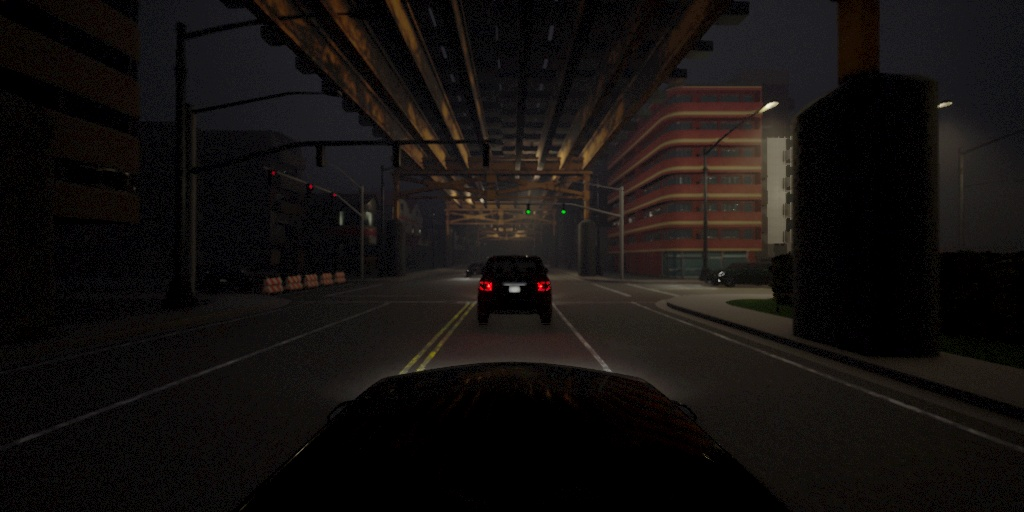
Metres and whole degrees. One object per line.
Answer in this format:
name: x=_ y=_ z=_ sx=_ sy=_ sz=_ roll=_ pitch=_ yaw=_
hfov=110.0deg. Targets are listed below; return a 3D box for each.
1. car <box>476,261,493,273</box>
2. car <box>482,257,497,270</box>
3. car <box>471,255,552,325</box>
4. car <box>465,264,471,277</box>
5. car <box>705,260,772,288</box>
car: x=-3.584 y=1.434 z=47.059 sx=1.812 sy=1.442 sz=4.674 roll=0 pitch=0 yaw=0
car: x=-3.567 y=1.150 z=57.804 sx=2.150 sy=2.045 sz=5.566 roll=0 pitch=0 yaw=0
car: x=0.090 y=1.005 z=12.192 sx=2.150 sy=2.045 sz=5.566 roll=0 pitch=-1 yaw=0
car: x=-3.591 y=1.399 z=36.970 sx=1.812 sy=1.442 sz=4.674 roll=0 pitch=0 yaw=0
car: x=15.661 y=1.181 z=24.370 sx=4.553 sy=1.767 sz=2.097 roll=0 pitch=0 yaw=0
